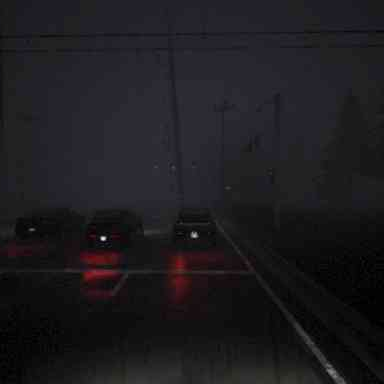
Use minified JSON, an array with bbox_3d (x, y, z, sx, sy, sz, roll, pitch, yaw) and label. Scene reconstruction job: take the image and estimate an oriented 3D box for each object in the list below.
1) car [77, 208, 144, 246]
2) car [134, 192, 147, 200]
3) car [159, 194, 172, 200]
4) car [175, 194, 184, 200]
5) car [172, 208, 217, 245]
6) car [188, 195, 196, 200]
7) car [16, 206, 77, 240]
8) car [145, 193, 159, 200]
[{"bbox_3d":[-3.398,1.495,15.162,1.837,1.490,4.892,0,1,0],"label":"car"},{"bbox_3d":[-13.989,1.284,87.824,2.097,1.767,4.553,0,0,0],"label":"car"},{"bbox_3d":[-6.989,1.524,87.728,1.895,1.301,4.718,0,0,0],"label":"car"},{"bbox_3d":[-3.489,1.524,87.700,1.895,1.301,4.718,0,0,0],"label":"car"},{"bbox_3d":[0.102,1.480,15.465,2.128,1.511,4.902,0,0,0],"label":"car"},{"bbox_3d":[0.011,1.455,87.617,2.128,1.511,4.902,0,0,0],"label":"car"},{"bbox_3d":[-6.898,1.464,16.831,1.882,1.535,5.008,0,0,0],"label":"car"},{"bbox_3d":[-10.489,1.524,87.806,1.895,1.301,4.718,0,0,0],"label":"car"}]
